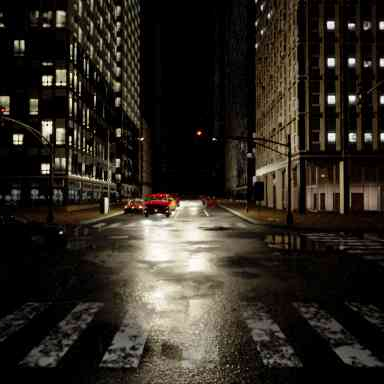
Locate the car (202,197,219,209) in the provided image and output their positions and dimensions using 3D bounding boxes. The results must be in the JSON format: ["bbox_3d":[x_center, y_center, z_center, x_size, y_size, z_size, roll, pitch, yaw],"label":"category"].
[{"bbox_3d":[2.749,1.599,44.960,1.802,1.307,4.206,1,0,0],"label":"car"}]

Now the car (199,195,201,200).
[{"bbox_3d":[2.768,1.590,61.693,1.947,1.339,4.313,1,0,0],"label":"car"}]

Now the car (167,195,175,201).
[{"bbox_3d":[-5.583,1.587,89.508,2.008,1.369,4.403,1,0,0],"label":"car"}]

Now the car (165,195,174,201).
[{"bbox_3d":[-5.589,1.578,83.933,1.887,1.381,4.507,1,0,0],"label":"car"}]

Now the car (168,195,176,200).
[{"bbox_3d":[-5.578,1.604,95.083,1.947,1.339,4.313,1,0,0],"label":"car"}]

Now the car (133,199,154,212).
[{"bbox_3d":[-5.637,1.597,39.332,1.802,1.307,4.206,1,0,0],"label":"car"}]

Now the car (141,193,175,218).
[{"bbox_3d":[-3.062,1.233,31.086,2.150,2.045,5.566,0,0,0],"label":"car"}]

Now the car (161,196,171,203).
[{"bbox_3d":[-5.601,1.573,72.782,1.887,1.381,4.507,1,0,0],"label":"car"}]

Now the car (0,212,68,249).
[{"bbox_3d":[-7.934,1.542,13.512,5.357,1.411,2.033,0,0,-14],"label":"car"}]

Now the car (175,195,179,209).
[{"bbox_3d":[-3.055,1.493,41.514,1.882,1.535,5.008,0,0,0],"label":"car"}]

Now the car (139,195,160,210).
[{"bbox_3d":[-5.625,1.332,44.907,2.192,1.841,5.009,1,0,0],"label":"car"}]

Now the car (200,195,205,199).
[{"bbox_3d":[2.763,1.547,56.286,1.752,1.417,4.829,1,0,0],"label":"car"}]

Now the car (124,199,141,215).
[{"bbox_3d":[-5.639,1.453,33.757,1.967,1.590,4.097,1,0,0],"label":"car"}]

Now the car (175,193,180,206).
[{"bbox_3d":[-3.037,1.241,52.012,2.150,2.045,5.566,0,0,0],"label":"car"}]
